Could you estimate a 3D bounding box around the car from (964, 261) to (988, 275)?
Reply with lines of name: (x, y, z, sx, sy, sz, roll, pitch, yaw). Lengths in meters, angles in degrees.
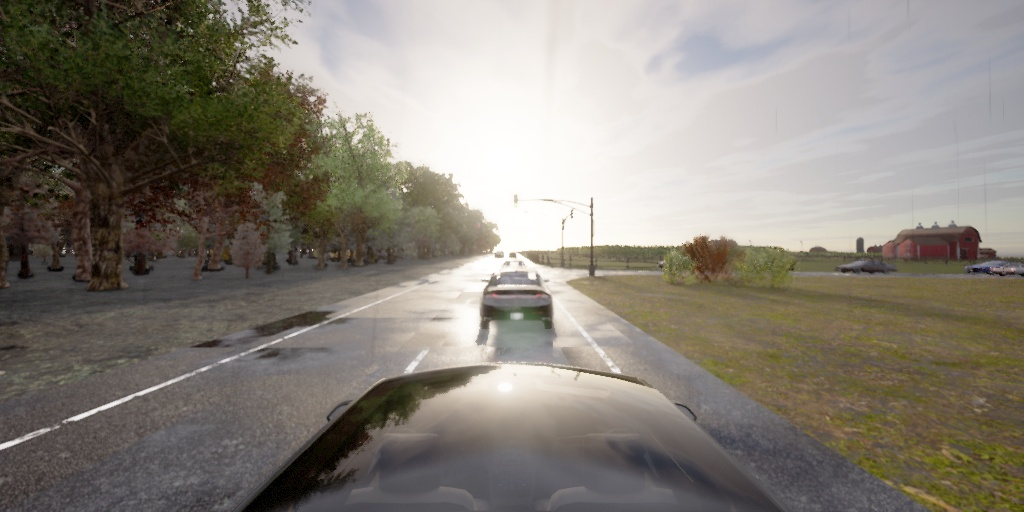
car: (50.651, 1.259, 37.567, 5.008, 1.535, 1.882, 1, 0, 1)

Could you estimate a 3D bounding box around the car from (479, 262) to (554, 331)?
car: (0.117, 1.102, 10.484, 2.128, 1.511, 4.902, 0, 1, 0)

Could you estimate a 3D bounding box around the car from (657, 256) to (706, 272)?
car: (17.814, 0.768, 37.891, 4.553, 1.767, 2.097, 1, 0, 1)

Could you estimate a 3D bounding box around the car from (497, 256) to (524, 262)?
car: (0.151, 0.924, 25.045, 2.033, 1.411, 5.357, 0, 1, 0)

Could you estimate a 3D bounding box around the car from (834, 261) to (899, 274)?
car: (37.223, 1.179, 37.724, 5.357, 1.411, 2.033, 1, 0, 0)

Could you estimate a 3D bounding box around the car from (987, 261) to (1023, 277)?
car: (48.977, 1.361, 34.031, 4.718, 1.301, 1.895, 1, 0, 1)

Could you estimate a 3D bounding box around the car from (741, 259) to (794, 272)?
car: (26.783, 0.993, 37.793, 5.008, 1.535, 1.882, 1, 0, 0)
